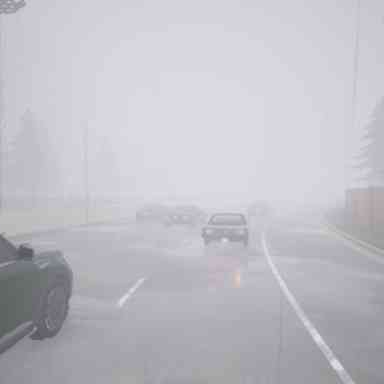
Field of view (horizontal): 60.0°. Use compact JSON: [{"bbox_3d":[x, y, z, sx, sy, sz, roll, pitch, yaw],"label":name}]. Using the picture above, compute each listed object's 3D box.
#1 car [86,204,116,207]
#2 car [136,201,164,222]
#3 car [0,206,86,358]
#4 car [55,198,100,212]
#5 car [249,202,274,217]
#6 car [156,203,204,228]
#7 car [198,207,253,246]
[{"bbox_3d":[-10.119,1.507,37.771,2.033,1.411,5.357,0,0,21],"label":"car"},{"bbox_3d":[-2.786,1.554,26.164,1.994,1.385,4.181,0,0,16],"label":"car"},{"bbox_3d":[-3.220,1.208,3.425,2.150,2.045,5.566,0,0,3],"label":"car"},{"bbox_3d":[-13.333,1.493,39.172,2.033,1.411,5.357,0,0,21],"label":"car"},{"bbox_3d":[6.641,1.596,31.958,1.994,1.385,4.181,0,0,22],"label":"car"},{"bbox_3d":[-0.335,1.548,22.277,2.033,1.411,5.357,0,0,15],"label":"car"},{"bbox_3d":[1.706,1.610,15.306,1.895,1.301,4.718,0,0,11],"label":"car"}]
